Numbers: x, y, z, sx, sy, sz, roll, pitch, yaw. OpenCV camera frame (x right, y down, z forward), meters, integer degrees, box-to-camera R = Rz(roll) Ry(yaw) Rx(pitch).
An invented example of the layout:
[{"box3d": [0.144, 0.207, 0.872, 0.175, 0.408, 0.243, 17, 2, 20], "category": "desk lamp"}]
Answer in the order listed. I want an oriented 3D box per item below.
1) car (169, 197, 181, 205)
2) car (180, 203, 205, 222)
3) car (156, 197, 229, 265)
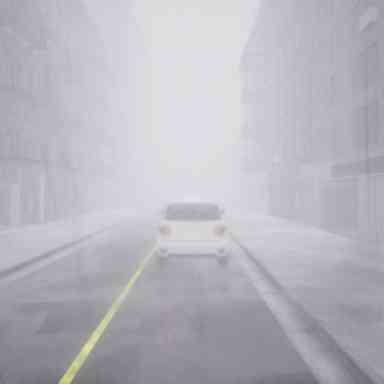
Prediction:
[{"box3d": [-3.038, 1.586, 59.146, 1.895, 1.301, 4.718, 0, 0, 1], "category": "car"}, {"box3d": [0.043, 1.600, 27.326, 1.895, 1.301, 4.718, 0, 0, 1], "category": "car"}, {"box3d": [0.037, 1.225, 11.778, 2.150, 2.045, 5.566, 0, 0, 0], "category": "car"}]
